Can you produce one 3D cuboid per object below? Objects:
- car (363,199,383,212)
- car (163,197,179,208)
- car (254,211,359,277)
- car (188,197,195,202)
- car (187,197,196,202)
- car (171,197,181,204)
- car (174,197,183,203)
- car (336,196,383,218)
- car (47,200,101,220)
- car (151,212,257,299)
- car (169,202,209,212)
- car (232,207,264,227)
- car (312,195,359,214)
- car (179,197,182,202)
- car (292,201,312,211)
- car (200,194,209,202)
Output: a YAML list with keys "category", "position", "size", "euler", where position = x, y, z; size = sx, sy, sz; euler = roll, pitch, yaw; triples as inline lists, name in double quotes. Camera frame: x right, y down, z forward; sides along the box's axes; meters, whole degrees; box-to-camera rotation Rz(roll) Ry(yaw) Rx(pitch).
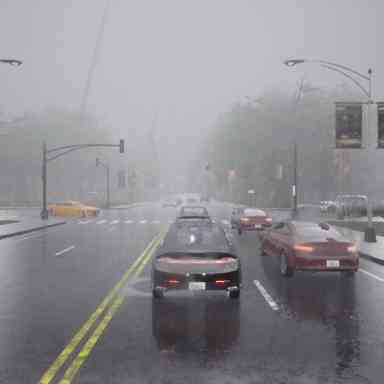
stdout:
- category: "car"
  position: [23.945, 1.695, 40.874]
  size: [5.008, 1.535, 1.882]
  euler: [0, 0, 0]
- category: "car"
  position: [-3.411, 1.760, 52.026]
  size: [1.895, 1.301, 4.718]
  euler: [0, 0, 0]
- category: "car"
  position: [3.333, 1.533, 10.189]
  size: [1.812, 1.442, 4.674]
  euler: [0, 0, 0]
- category: "car"
  position: [-0.122, 1.965, 92.967]
  size: [1.994, 1.385, 4.181]
  euler: [0, -1, 0]
- category: "car"
  position: [-0.107, 1.893, 82.514]
  size: [1.882, 1.535, 5.008]
  euler: [0, -1, 0]
- category: "car"
  position: [-3.343, 1.850, 71.289]
  size: [1.994, 1.385, 4.181]
  euler: [0, -1, 0]
- category: "car"
  position: [-3.357, 1.945, 81.766]
  size: [2.033, 1.411, 5.357]
  euler: [0, -1, 0]
- category: "car"
  position: [16.362, 1.514, 30.855]
  size: [4.553, 1.767, 2.097]
  euler: [0, 0, -1]
- category: "car"
  position: [-10.324, 1.516, 29.057]
  size: [5.008, 1.535, 1.882]
  euler: [0, 0, 22]
- category: "car"
  position: [0.089, 1.496, 8.471]
  size: [2.128, 1.511, 4.902]
  euler: [0, 0, 0]
- category: "car"
  position: [0.078, 1.517, 17.879]
  size: [2.128, 1.511, 4.902]
  euler: [0, 0, 0]
- category: "car"
  position: [3.336, 1.555, 18.997]
  size: [1.812, 1.442, 4.674]
  euler: [0, 0, 1]
- category: "car"
  position: [17.058, 1.399, 37.567]
  size: [5.566, 2.045, 2.150]
  euler: [0, 0, -1]
- category: "car"
  position: [-3.396, 1.705, 61.378]
  size: [2.128, 1.511, 4.902]
  euler: [0, 0, 1]
- category: "car"
  position: [14.813, 1.772, 40.790]
  size: [4.718, 1.301, 1.895]
  euler: [0, 0, 0]
- category: "car"
  position: [3.143, 1.642, 82.584]
  size: [2.150, 2.045, 5.566]
  euler: [0, -1, 0]
